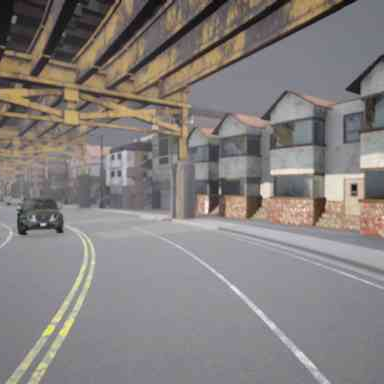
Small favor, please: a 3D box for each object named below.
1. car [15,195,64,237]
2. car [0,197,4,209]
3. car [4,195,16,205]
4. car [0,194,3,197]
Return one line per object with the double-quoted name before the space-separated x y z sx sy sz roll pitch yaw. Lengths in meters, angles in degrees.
"car" -8.996 1.346 19.620 2.150 2.045 5.566 0 0 -29
"car" -31.652 1.900 53.022 1.837 1.490 4.892 0 0 -34
"car" -36.724 1.657 68.692 2.150 2.045 5.566 0 0 -35
"car" -47.784 1.776 82.805 1.994 1.385 4.181 0 0 -35
